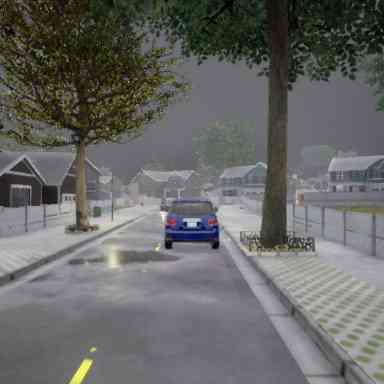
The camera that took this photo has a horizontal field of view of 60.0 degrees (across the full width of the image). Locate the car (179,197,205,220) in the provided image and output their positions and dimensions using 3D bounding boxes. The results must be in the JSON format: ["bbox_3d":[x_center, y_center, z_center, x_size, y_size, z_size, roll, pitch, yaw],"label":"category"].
[{"bbox_3d":[0.000,1.394,29.627,2.097,1.767,4.553,0,0,0],"label":"car"}]

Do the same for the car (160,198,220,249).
[{"bbox_3d":[0.000,1.266,14.685,2.150,2.045,5.566,0,0,0],"label":"car"}]

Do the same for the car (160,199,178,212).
[{"bbox_3d":[-2.750,1.642,40.658,1.994,1.385,4.181,0,0,0],"label":"car"}]
